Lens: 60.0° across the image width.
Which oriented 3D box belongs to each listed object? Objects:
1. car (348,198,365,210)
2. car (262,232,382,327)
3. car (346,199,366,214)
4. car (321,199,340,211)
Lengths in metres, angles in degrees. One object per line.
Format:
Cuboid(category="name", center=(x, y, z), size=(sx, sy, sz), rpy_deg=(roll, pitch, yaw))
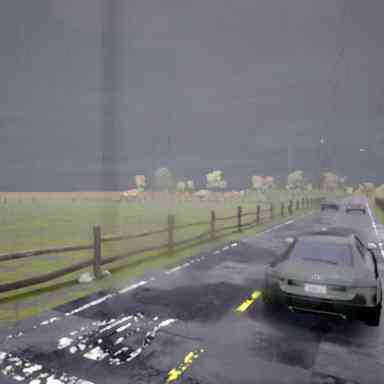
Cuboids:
Cuboid(category="car", center=(21.909, 1.558, 44.175), size=(1.895, 1.301, 4.718), rpy_deg=(0, 0, 27))
Cuboid(category="car", center=(2.944, 1.556, 7.248), size=(1.994, 1.385, 4.181), rpy_deg=(0, 0, 27))
Cuboid(category="car", center=(17.434, 1.512, 35.336), size=(2.033, 1.411, 5.357), rpy_deg=(0, 0, 27))
Cuboid(category="car", center=(16.565, 1.560, 39.790), size=(1.895, 1.301, 4.718), rpy_deg=(0, 0, 27))
